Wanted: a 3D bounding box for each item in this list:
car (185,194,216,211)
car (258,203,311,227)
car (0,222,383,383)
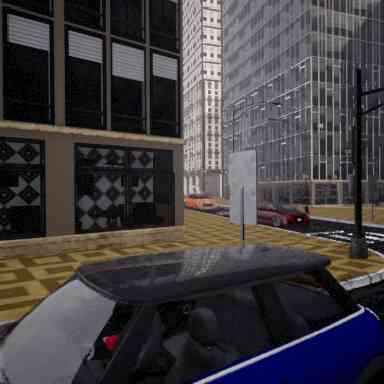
[{"bbox_3d":[0.879,0.977,34.702,2.097,1.767,4.553,-1,1,-19],"label":"car"},{"bbox_3d":[5.508,1.391,20.927,1.994,1.385,4.181,-1,1,-19],"label":"car"},{"bbox_3d":[-0.403,1.351,2.629,4.553,1.767,2.097,0,0,-35],"label":"car"}]
